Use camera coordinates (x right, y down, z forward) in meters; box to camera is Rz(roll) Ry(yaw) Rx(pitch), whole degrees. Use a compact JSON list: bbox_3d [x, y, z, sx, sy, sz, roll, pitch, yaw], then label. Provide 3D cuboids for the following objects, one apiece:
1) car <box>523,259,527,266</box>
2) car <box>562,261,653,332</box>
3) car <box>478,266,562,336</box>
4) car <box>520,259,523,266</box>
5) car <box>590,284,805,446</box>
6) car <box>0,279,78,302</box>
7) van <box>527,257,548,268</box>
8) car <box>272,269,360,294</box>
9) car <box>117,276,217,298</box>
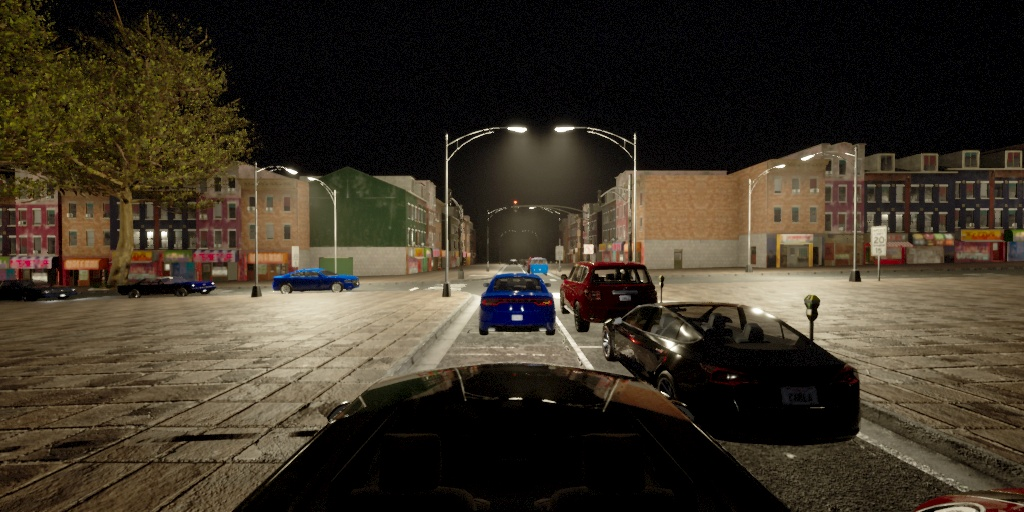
[{"bbox_3d":[2.793,1.085,42.524,2.192,1.841,5.009,0,0,0],"label":"car"},{"bbox_3d":[2.669,1.064,10.758,2.192,1.841,5.009,0,0,0],"label":"car"},{"bbox_3d":[0.147,1.227,10.482,1.882,1.535,5.008,0,0,1],"label":"car"},{"bbox_3d":[2.877,1.358,64.150,2.007,1.370,4.403,0,0,0],"label":"car"},{"bbox_3d":[2.648,1.315,5.356,1.948,1.339,4.313,0,0,0],"label":"car"},{"bbox_3d":[-30.965,2.180,22.613,5.357,1.411,2.033,-2,1,1],"label":"car"},{"bbox_3d":[2.772,1.105,37.119,1.690,1.789,3.998,0,0,0],"label":"van"},{"bbox_3d":[-12.234,1.542,22.547,5.008,1.535,1.882,-2,1,-1],"label":"car"},{"bbox_3d":[-21.565,1.939,22.579,4.718,1.301,1.895,-2,1,0],"label":"car"}]
